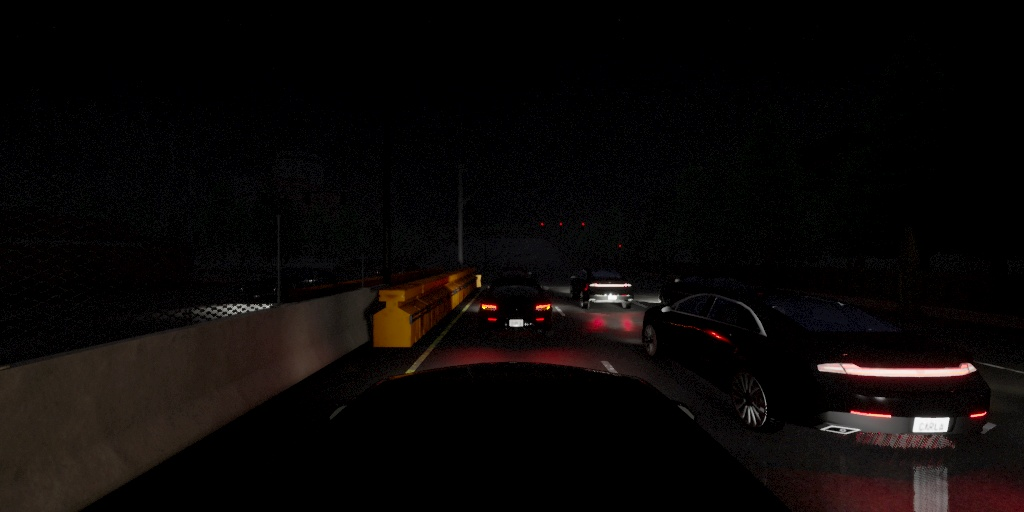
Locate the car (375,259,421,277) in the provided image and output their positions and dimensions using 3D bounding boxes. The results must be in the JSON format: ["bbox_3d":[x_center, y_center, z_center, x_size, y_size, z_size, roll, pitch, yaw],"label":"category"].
[{"bbox_3d":[-7.024,0.928,22.642,1.812,1.442,4.674,0,0,0],"label":"car"}]

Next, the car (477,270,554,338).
[{"bbox_3d":[0.087,1.276,10.013,1.812,1.442,4.674,0,0,0],"label":"car"}]

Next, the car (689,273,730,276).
[{"bbox_3d":[7.087,1.314,13.101,1.994,1.385,4.181,0,0,0],"label":"car"}]

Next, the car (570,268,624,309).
[{"bbox_3d":[3.575,1.242,14.944,2.128,1.511,4.902,0,0,2],"label":"car"}]

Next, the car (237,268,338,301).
[{"bbox_3d":[-10.567,1.297,17.498,2.033,1.411,5.357,0,0,0],"label":"car"}]

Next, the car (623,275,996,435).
[{"bbox_3d":[3.600,1.242,5.515,2.128,1.511,4.902,0,0,0],"label":"car"}]

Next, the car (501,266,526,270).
[{"bbox_3d":[0.080,1.276,19.078,1.812,1.442,4.674,0,0,0],"label":"car"}]
